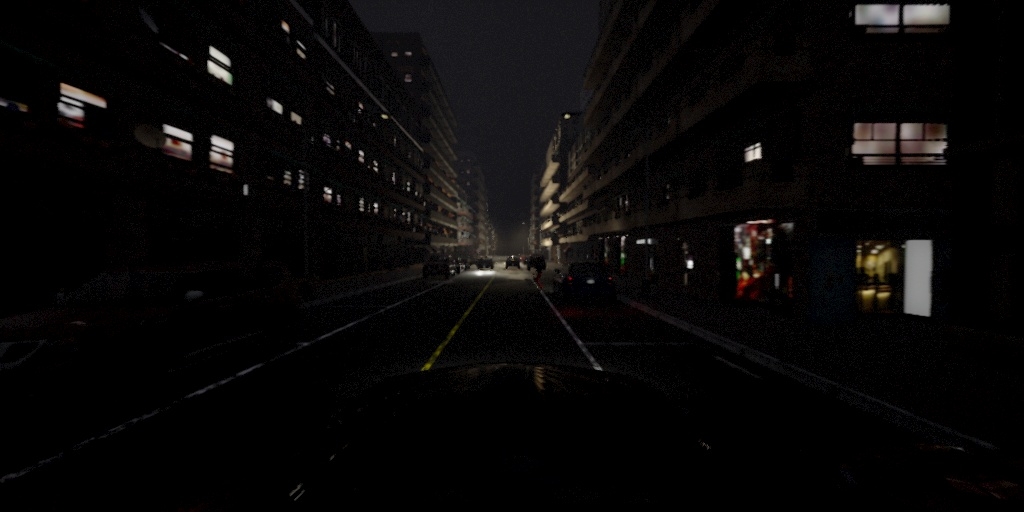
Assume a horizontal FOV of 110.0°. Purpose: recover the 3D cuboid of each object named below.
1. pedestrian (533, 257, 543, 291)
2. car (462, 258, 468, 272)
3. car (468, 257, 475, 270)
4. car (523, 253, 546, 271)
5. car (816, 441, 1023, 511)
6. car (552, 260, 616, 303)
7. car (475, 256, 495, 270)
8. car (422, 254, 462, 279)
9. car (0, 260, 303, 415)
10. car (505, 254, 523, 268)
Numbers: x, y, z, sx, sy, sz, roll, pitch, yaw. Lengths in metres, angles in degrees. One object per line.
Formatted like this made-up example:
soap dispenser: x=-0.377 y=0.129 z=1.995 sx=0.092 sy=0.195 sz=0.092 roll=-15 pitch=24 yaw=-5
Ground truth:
pedestrian: x=1.342 y=0.881 z=18.456 sx=0.375 sy=1.860 sz=0.375 roll=-1 pitch=1 yaw=-5
car: x=-5.679 y=0.870 z=34.425 sx=1.967 sy=1.591 sz=4.097 roll=0 pitch=0 yaw=0
car: x=-5.677 y=0.942 z=40.089 sx=1.948 sy=1.339 sz=4.313 roll=0 pitch=0 yaw=0
car: x=2.703 y=0.690 z=40.054 sx=2.192 sy=1.841 sz=5.009 roll=0 pitch=0 yaw=0
car: x=2.689 y=1.345 z=0.410 sx=1.802 sy=1.307 sz=4.207 roll=0 pitch=0 yaw=0
car: x=3.006 y=0.963 z=15.807 sx=2.097 sy=1.767 sz=4.553 roll=0 pitch=1 yaw=0
car: x=-3.059 y=0.846 z=42.160 sx=2.128 sy=1.511 sz=4.902 roll=0 pitch=1 yaw=0
car: x=-5.681 y=0.800 z=28.762 sx=2.192 sy=1.841 sz=5.009 roll=0 pitch=0 yaw=0
car: x=-5.700 y=1.022 z=6.107 sx=2.192 sy=1.841 sz=5.009 roll=0 pitch=0 yaw=0
car: x=0.109 y=0.802 z=46.707 sx=2.128 sy=1.511 sz=4.902 roll=0 pitch=0 yaw=0
